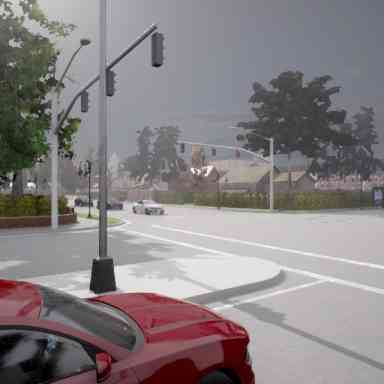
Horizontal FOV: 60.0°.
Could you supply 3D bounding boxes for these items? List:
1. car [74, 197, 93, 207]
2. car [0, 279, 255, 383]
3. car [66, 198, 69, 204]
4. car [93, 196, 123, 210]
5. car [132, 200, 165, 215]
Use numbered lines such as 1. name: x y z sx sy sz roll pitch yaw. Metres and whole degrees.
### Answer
1. car: -16.601 1.505 50.950 1.837 1.490 4.892 0 0 -36
2. car: -1.680 1.478 2.570 5.008 1.535 1.882 0 0 -35
3. car: -24.397 1.564 61.818 1.994 1.385 4.181 0 0 -35
4. car: -10.537 1.352 42.572 2.097 1.767 4.553 0 0 -36
5. car: -4.618 1.526 34.389 1.812 1.442 4.674 0 0 -35
